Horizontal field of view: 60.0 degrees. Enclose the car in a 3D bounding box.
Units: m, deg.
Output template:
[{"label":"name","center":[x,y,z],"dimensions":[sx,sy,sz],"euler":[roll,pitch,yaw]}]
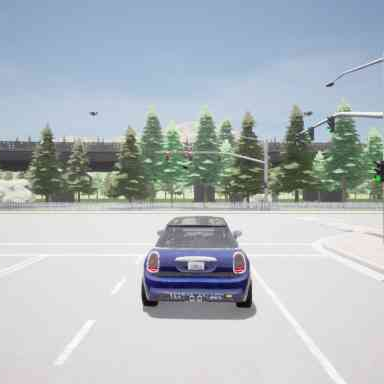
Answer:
[{"label":"car","center":[0.167,1.352,8.127],"dimensions":[2.097,1.767,4.553],"euler":[0,0,3]}]
